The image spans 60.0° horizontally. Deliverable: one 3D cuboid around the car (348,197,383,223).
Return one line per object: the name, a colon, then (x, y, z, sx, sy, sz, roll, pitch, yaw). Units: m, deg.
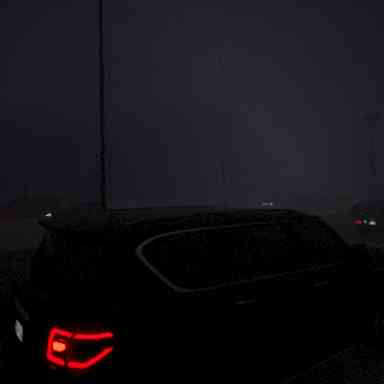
car: (13.348, 1.215, 24.139, 5.008, 1.535, 1.882, -1, 0, -43)

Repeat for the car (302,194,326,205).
car: (18.539, 1.049, 50.453, 1.882, 1.535, 5.008, -1, 0, 40)

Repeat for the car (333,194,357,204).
car: (23.304, 1.055, 50.662, 2.033, 1.411, 5.357, -1, 0, 39)

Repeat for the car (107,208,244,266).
car: (-0.447, 1.468, 12.294, 4.892, 1.490, 1.837, -1, 0, -37)

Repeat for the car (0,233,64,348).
car: (-4.849, 1.597, 4.640, 5.357, 1.411, 2.033, -1, 0, -35)

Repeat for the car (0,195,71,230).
car: (-11.146, 1.290, 21.945, 5.566, 2.045, 2.150, -1, 0, -37)

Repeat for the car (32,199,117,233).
car: (-7.196, 1.373, 20.604, 4.553, 1.767, 2.097, -1, 0, -38)

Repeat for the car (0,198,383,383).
car: (0.717, 1.198, 4.375, 5.566, 2.045, 2.150, -1, 0, -37)
